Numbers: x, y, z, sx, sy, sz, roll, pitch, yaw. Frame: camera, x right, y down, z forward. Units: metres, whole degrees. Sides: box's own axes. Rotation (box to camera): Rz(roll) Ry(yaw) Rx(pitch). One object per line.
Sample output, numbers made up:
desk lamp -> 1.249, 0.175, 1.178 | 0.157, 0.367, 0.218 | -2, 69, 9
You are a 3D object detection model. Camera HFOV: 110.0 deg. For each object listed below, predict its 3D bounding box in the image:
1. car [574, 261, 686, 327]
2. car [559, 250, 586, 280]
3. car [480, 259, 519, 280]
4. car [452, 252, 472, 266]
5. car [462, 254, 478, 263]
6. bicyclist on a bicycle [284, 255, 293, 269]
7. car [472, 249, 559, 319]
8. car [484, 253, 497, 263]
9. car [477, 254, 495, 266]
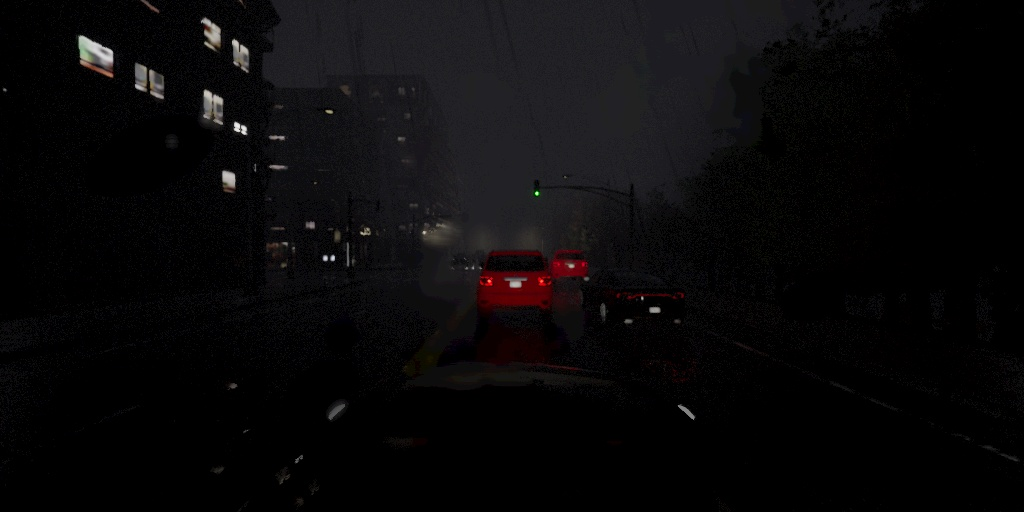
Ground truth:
car -> 3.339, 1.071, 10.854 | 1.882, 1.535, 5.008 | 0, 1, 0
car -> 3.321, 0.613, 22.767 | 2.150, 2.045, 5.566 | 0, 1, 0
car -> -1.036, 0.935, 26.376 | 1.895, 1.301, 4.718 | -1, 1, -14
car -> -6.637, 0.320, 47.984 | 2.097, 1.767, 4.553 | 0, 1, 0
car -> -6.630, 0.420, 56.980 | 1.895, 1.301, 4.718 | 0, 1, 0
bicyclist on a bicycle -> -24.914, 0.678, 40.015 | 0.582, 1.620, 1.656 | -1, 1, -1
car -> 0.090, 0.793, 12.137 | 2.150, 2.045, 5.566 | 0, 1, 0
car -> -3.378, 0.313, 57.700 | 1.837, 1.490, 4.892 | 0, 1, 0
car -> -3.388, 0.512, 48.166 | 2.033, 1.411, 5.357 | 0, 1, 0
